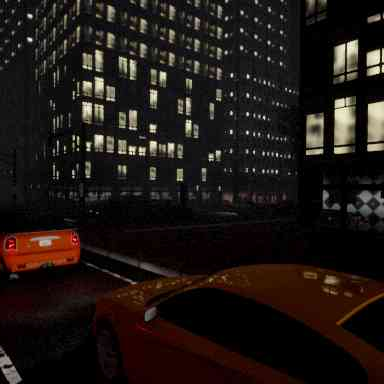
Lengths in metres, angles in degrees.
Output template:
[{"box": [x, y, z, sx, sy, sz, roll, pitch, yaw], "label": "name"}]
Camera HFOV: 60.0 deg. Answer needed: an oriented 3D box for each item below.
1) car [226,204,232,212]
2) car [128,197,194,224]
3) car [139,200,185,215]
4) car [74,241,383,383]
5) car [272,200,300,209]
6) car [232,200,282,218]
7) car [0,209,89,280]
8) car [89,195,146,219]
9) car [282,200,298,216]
[{"box": [6.318, 1.777, 41.037, 4.674, 1.442, 1.812, 1, 0, -39], "label": "car"}, {"box": [-2.181, 1.524, 26.684, 5.009, 1.841, 2.192, 1, 0, -39], "label": "car"}, {"box": [-3.227, 1.648, 36.635, 4.829, 1.417, 1.752, 1, 0, -39], "label": "car"}, {"box": [0.743, 1.476, 3.256, 1.882, 1.535, 5.008, 0, 0, -40], "label": "car"}, {"box": [14.404, 1.881, 50.968, 4.313, 1.339, 1.947, 1, 0, -39], "label": "car"}, {"box": [6.702, 1.833, 33.907, 4.829, 1.417, 1.752, 1, 0, -39], "label": "car"}, {"box": [-5.189, 1.347, 10.304, 2.097, 1.767, 4.553, 0, 0, -40], "label": "car"}, {"box": [-6.639, 1.328, 30.508, 5.566, 2.045, 2.150, 1, 1, -39], "label": "car"}, {"box": [10.946, 1.936, 37.358, 4.206, 1.307, 1.802, 1, 0, -39], "label": "car"}]
